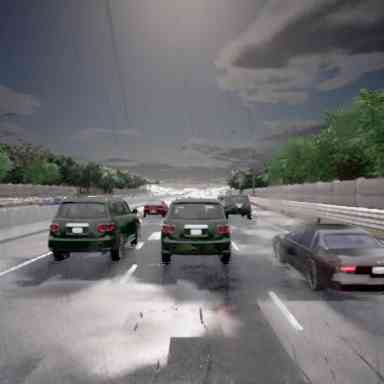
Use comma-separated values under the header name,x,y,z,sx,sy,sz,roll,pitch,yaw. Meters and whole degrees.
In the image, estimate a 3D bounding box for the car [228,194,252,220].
name,x,y,z,sx,sy,sz,roll,pitch,yaw
car,3.706,1.224,28.587,2.150,2.045,5.566,0,0,0

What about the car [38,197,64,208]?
name,x,y,z,sx,sy,sz,roll,pitch,yaw
car,-20.791,1.532,49.118,1.812,1.442,4.674,0,0,1

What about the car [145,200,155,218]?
name,x,y,z,sx,sy,sz,roll,pitch,yaw
car,-3.279,1.481,30.752,1.882,1.535,5.008,0,0,0

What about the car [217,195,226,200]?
name,x,y,z,sx,sy,sz,roll,pitch,yaw
car,7.873,1.472,89.092,2.033,1.411,5.357,0,0,1

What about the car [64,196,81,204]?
name,x,y,z,sx,sy,sz,roll,pitch,yaw
car,-23.390,1.539,65.494,1.994,1.385,4.181,0,0,-2

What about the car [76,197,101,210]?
name,x,y,z,sx,sy,sz,roll,pitch,yaw
car,-13.843,1.509,44.917,1.837,1.490,4.892,0,0,1

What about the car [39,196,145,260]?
name,x,y,z,sx,sy,sz,roll,pitch,yaw
car,-3.373,1.222,12.505,2.150,2.045,5.566,0,0,0

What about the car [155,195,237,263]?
name,x,y,z,sx,sy,sz,roll,pitch,yaw
car,0.126,1.222,12.063,2.150,2.045,5.566,0,0,0

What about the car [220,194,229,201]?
name,x,y,z,sx,sy,sz,roll,pitch,yaw
car,7.592,1.369,78.406,1.882,1.535,5.008,0,0,2

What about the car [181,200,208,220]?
name,x,y,z,sx,sy,sz,roll,pitch,yaw
car,0.211,1.494,29.218,2.128,1.511,4.902,0,0,0

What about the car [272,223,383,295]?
name,x,y,z,sx,sy,sz,roll,pitch,yaw
car,3.622,1.548,8.894,2.033,1.411,5.357,0,0,0
